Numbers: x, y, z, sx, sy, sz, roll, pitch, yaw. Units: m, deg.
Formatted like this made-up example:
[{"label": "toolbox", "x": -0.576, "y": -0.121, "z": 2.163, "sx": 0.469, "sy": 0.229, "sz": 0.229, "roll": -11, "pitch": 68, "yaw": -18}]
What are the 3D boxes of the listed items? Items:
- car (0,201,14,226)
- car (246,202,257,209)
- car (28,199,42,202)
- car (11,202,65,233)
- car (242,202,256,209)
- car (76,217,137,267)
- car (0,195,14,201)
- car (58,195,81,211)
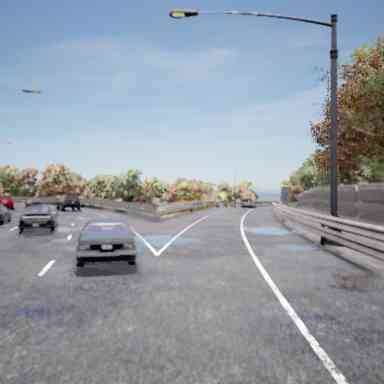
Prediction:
[{"label": "car", "x": -14.203, "y": 1.607, "z": 23.816, "sx": 1.812, "sy": 1.442, "sz": 4.674, "roll": 0, "pitch": 0, "yaw": -21}, {"label": "car", "x": 13.560, "y": 3.182, "z": 75.910, "sx": 1.994, "sy": 1.385, "sz": 4.181, "roll": 0, "pitch": -4, "yaw": 15}, {"label": "car", "x": -21.385, "y": 1.672, "z": 45.108, "sx": 1.837, "sy": 1.490, "sz": 4.892, "roll": 1, "pitch": 0, "yaw": -33}, {"label": "car", "x": -9.143, "y": 1.568, "z": 20.132, "sx": 2.128, "sy": 1.511, "sz": 4.902, "roll": 0, "pitch": 0, "yaw": -18}, {"label": "car", "x": 11.072, "y": 2.610, "z": 66.191, "sx": 1.994, "sy": 1.385, "sz": 4.181, "roll": 0, "pitch": -3, "yaw": 14}, {"label": "car", "x": -2.986, "y": 1.598, "z": 11.736, "sx": 2.033, "sy": 1.411, "sz": 5.357, "roll": 0, "pitch": 0, "yaw": -14}, {"label": "car", "x": -25.761, "y": 1.379, "z": 45.432, "sx": 2.150, "sy": 2.045, "sz": 5.566, "roll": 0, "pitch": 0, "yaw": -34}, {"label": "car", "x": -16.043, "y": 1.394, "z": 43.253, "sx": 2.150, "sy": 2.045, "sz": 5.566, "roll": 0, "pitch": 0, "yaw": -31}]
